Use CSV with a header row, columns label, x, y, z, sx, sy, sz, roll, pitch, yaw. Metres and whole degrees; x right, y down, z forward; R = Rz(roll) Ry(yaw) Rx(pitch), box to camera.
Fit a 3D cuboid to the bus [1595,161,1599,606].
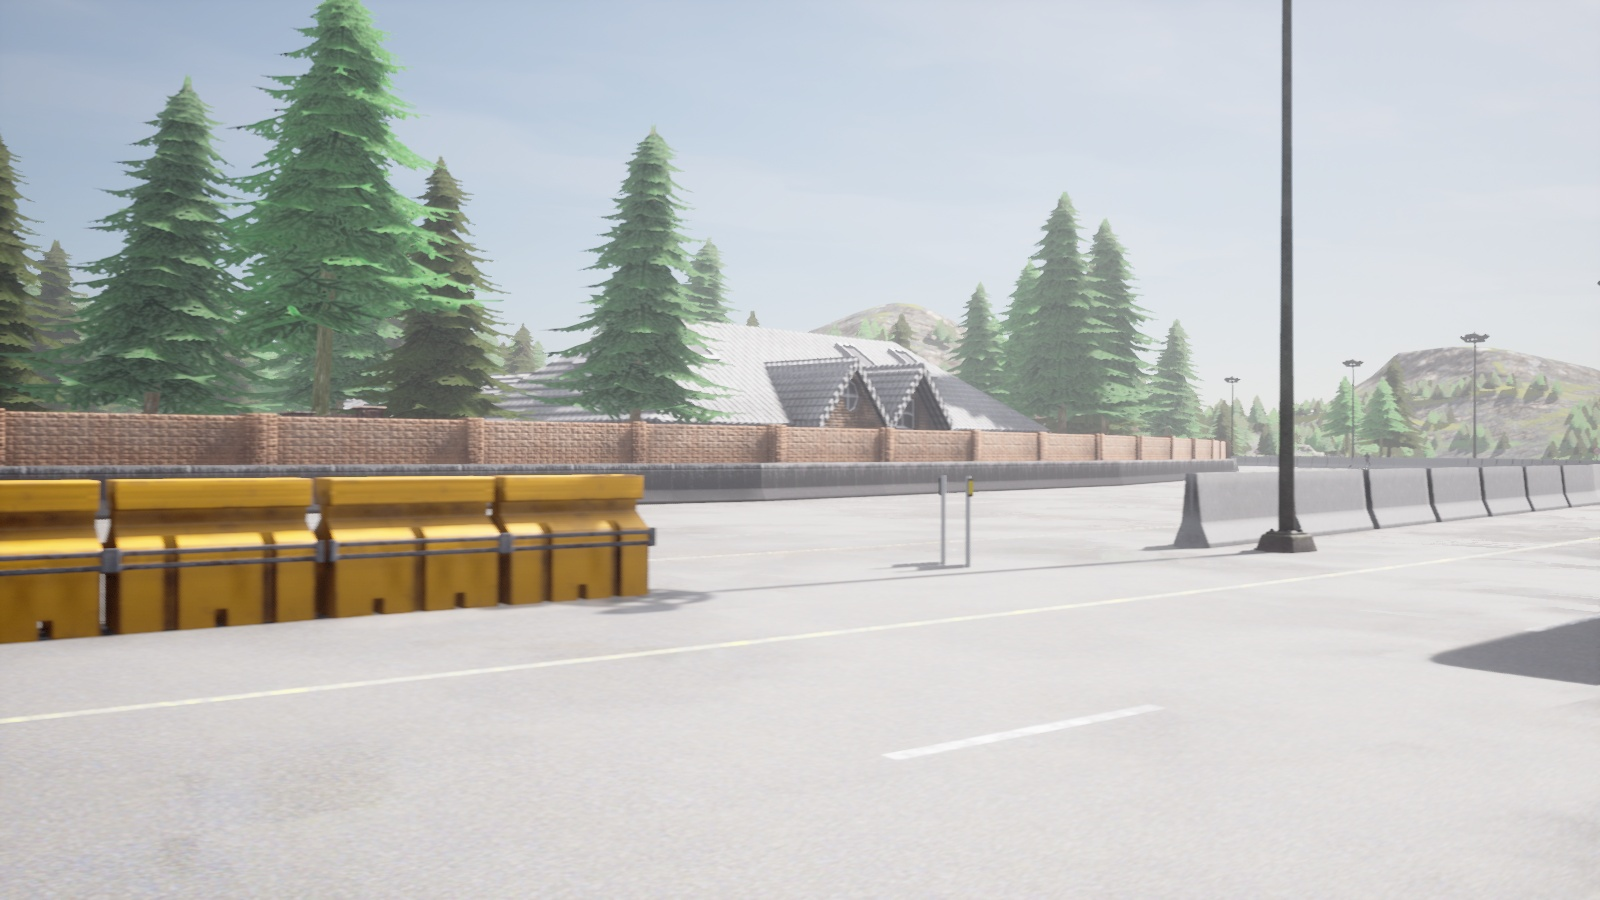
label,x,y,z,sx,sy,sz,roll,pitch,yaw
bus,12.789,-0.623,13.925,10.273,4.253,3.944,0,0,-41
